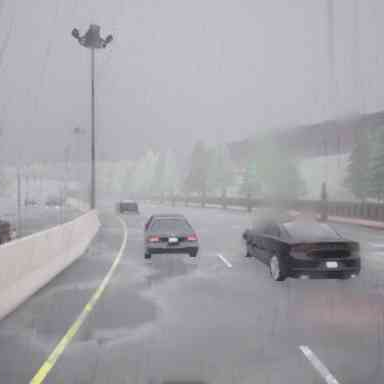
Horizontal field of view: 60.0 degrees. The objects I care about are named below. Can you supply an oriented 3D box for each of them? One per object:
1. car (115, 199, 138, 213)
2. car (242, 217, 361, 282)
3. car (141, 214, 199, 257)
[{"bbox_3d":[-7.243,1.489,36.603,1.882,1.535,5.008,0,0,-21],"label":"car"},{"bbox_3d":[2.871,1.463,9.852,1.882,1.535,5.008,0,0,-5],"label":"car"},{"bbox_3d":[-0.944,1.546,12.900,2.033,1.411,5.357,0,0,-8],"label":"car"}]
